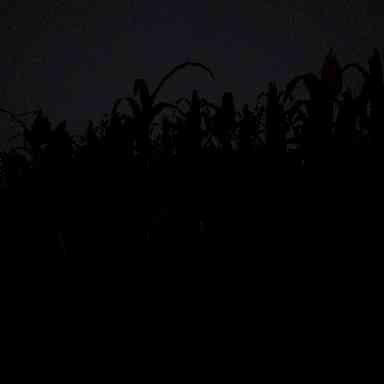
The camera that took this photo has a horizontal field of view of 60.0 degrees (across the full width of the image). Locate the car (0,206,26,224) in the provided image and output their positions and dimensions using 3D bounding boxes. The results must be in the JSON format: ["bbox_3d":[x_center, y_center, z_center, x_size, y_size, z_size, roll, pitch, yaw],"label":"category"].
[{"bbox_3d":[-13.403,1.843,26.408,1.837,1.490,4.892,-1,-1,37],"label":"car"}]
